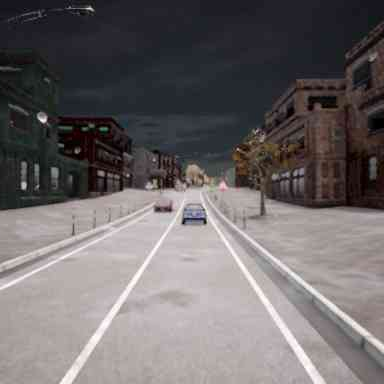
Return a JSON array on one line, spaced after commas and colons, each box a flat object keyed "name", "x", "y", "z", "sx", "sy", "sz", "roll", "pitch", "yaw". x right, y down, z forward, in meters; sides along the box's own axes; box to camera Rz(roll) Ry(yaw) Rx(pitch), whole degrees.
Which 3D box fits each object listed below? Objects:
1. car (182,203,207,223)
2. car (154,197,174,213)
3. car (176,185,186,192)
[{"name": "car", "x": 0.186, "y": 1.572, "z": 25.659, "sx": 2.033, "sy": 1.411, "sz": 5.357, "roll": 0, "pitch": 0, "yaw": 0}, {"name": "car", "x": -2.977, "y": 1.297, "z": 35.688, "sx": 1.882, "sy": 1.535, "sz": 5.008, "roll": 0, "pitch": 3, "yaw": 0}, {"name": "car", "x": -2.530, "y": -0.874, "z": 77.765, "sx": 2.097, "sy": 1.767, "sz": 4.553, "roll": 0, "pitch": 2, "yaw": 3}]
